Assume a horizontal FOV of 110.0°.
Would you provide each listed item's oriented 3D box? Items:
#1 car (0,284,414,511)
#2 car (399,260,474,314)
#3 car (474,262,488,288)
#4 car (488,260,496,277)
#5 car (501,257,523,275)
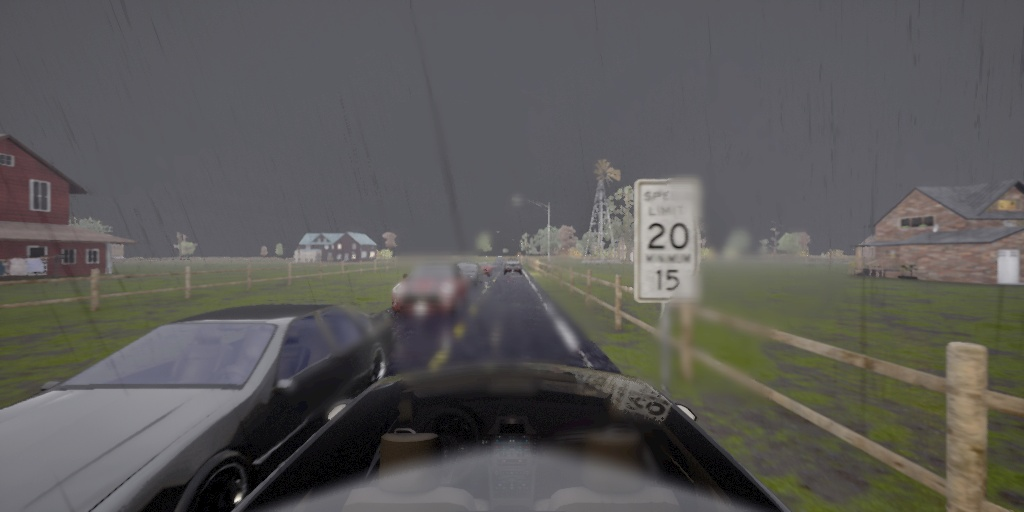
[{"bbox_3d":[-2.824,1.288,3.961,2.033,1.411,5.357,0,0,-1],"label":"car"},{"bbox_3d":[-2.846,1.053,13.469,2.097,1.767,4.553,0,0,0],"label":"car"},{"bbox_3d":[-2.836,1.164,23.062,1.837,1.490,4.892,0,0,0],"label":"car"},{"bbox_3d":[-2.815,1.216,33.006,1.895,1.301,4.718,0,0,0],"label":"car"},{"bbox_3d":[0.079,1.106,36.209,1.837,1.490,4.892,0,0,0],"label":"car"}]
